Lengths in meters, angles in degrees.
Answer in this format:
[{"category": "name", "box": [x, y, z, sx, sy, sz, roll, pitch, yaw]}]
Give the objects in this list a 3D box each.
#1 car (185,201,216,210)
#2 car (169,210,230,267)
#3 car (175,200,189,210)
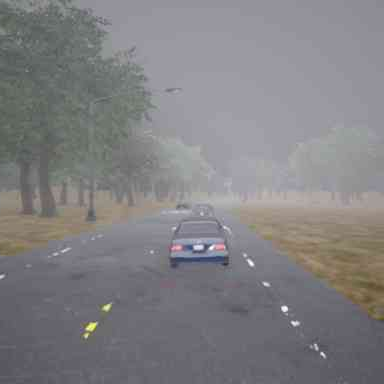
[{"category": "car", "box": [0.886, 1.669, 26.704, 2.033, 1.411, 5.357, -2, 0, 4]}, {"category": "car", "box": [0.260, 1.583, 11.605, 2.033, 1.411, 5.357, -2, 0, 2]}, {"category": "car", "box": [-1.148, 1.844, 47.087, 1.895, 1.301, 4.718, 0, 0, 6]}]
